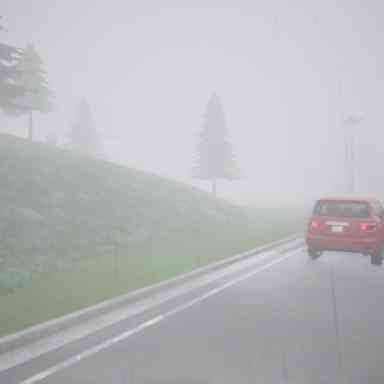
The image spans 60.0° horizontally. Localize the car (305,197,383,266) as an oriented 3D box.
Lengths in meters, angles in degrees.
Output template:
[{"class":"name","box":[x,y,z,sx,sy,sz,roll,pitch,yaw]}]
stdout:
[{"class":"car","box":[5.754,1.192,11.913,2.150,2.045,5.566,0,0,35]}]
